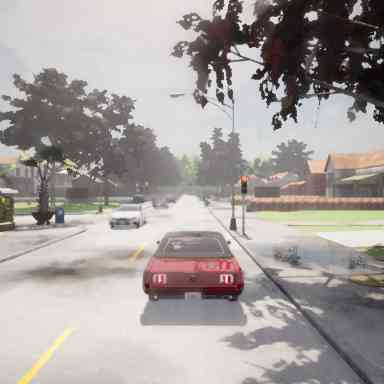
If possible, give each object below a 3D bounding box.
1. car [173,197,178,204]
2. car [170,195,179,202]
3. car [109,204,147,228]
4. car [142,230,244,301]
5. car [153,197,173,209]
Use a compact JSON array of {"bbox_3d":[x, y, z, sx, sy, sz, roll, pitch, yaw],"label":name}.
[{"bbox_3d":[-4.123,1.601,64.051,1.895,1.301,4.718,0,0,1],"label":"car"},{"bbox_3d":[-4.093,1.537,79.565,1.994,1.385,4.181,0,0,0],"label":"car"},{"bbox_3d":[-4.125,1.525,22.044,1.812,1.442,4.674,0,0,0],"label":"car"},{"bbox_3d":[0.042,1.601,8.252,1.895,1.301,4.718,0,0,1],"label":"car"},{"bbox_3d":[-4.152,1.492,44.655,2.128,1.511,4.902,0,0,0],"label":"car"}]
